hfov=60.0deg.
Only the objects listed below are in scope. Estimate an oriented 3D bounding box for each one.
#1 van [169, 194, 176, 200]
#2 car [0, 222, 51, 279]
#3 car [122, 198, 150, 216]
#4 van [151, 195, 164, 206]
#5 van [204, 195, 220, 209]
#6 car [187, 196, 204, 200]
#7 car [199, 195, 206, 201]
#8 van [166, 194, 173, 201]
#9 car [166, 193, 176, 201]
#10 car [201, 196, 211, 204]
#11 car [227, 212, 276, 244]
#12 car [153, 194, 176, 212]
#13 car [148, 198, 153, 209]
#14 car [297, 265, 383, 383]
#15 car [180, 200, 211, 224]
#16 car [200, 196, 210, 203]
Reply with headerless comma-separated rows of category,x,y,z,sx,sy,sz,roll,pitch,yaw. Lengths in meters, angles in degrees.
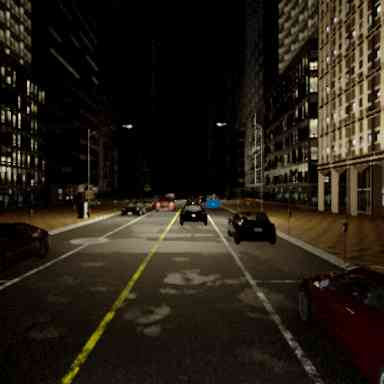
van,-5.644,1.350,94.956,1.690,1.788,3.998,0,0,0
car,-5.686,1.587,9.933,1.802,1.307,4.206,0,0,0
car,-5.675,1.580,32.605,1.947,1.339,4.313,0,0,0
van,-5.664,1.359,55.278,1.690,1.788,3.998,0,0,0
van,2.711,1.357,43.937,1.690,1.788,3.998,0,0,0
car,0.121,1.368,41.740,2.097,1.767,4.553,0,0,0
car,2.734,1.593,89.283,1.802,1.307,4.206,0,0,0
van,-5.649,1.356,83.620,1.690,1.788,3.998,0,0,0
car,-5.646,1.327,89.287,2.192,1.841,5.009,0,0,0
car,2.723,1.563,66.610,1.887,1.381,4.507,0,0,0
car,2.697,1.573,15.596,1.947,1.339,4.313,0,0,0
car,-3.072,1.368,39.404,2.097,1.767,4.553,0,0,0
car,-5.670,1.457,43.942,1.967,1.590,4.097,0,0,0
car,2.691,1.584,4.259,1.802,1.307,4.206,0,0,0
car,0.112,1.575,24.672,1.994,1.385,4.181,0,0,0
car,2.726,1.583,72.278,1.947,1.339,4.313,0,0,0
